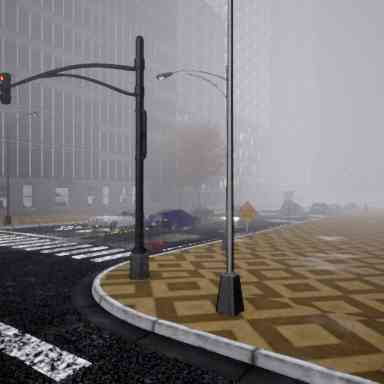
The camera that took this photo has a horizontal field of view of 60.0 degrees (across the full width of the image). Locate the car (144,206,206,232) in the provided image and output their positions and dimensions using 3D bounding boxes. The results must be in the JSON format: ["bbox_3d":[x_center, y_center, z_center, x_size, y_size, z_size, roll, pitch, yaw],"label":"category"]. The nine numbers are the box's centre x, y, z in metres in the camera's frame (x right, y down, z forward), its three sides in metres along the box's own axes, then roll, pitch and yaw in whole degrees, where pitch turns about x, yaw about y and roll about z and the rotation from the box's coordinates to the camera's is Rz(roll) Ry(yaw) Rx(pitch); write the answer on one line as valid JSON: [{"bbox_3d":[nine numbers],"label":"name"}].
[{"bbox_3d":[-1.195,1.882,22.945,1.812,1.442,4.674,0,-1,32],"label":"car"}]

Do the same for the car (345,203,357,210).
[{"bbox_3d":[31.350,2.837,65.789,1.812,1.442,4.674,0,-1,33],"label":"car"}]

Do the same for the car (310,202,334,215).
[{"bbox_3d":[18.295,2.268,47.375,2.097,1.767,4.553,0,-1,33],"label":"car"}]

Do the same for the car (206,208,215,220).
[{"bbox_3d":[0.272,2.046,31.686,2.033,1.411,5.357,0,-1,33],"label":"car"}]

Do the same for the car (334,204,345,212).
[{"bbox_3d":[23.749,2.641,55.874,2.033,1.411,5.357,0,-1,33],"label":"car"}]

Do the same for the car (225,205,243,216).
[{"bbox_3d":[5.640,2.240,40.029,1.994,1.385,4.181,0,-1,33],"label":"car"}]

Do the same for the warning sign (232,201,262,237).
[{"bbox_3d":[3.092,1.454,18.559,1.300,1.860,1.060,1,1,33],"label":"warning sign"}]

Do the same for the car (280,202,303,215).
[{"bbox_3d":[14.167,2.219,47.040,2.097,1.767,4.553,0,-1,33],"label":"car"}]

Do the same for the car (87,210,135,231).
[{"bbox_3d":[-4.993,1.925,23.491,1.895,1.301,4.718,0,-1,33],"label":"car"}]
